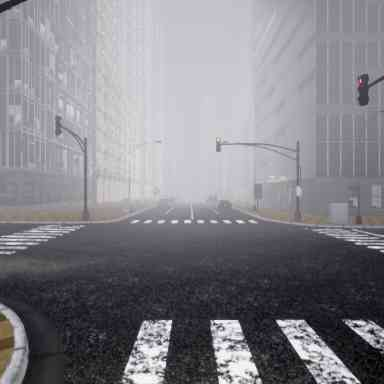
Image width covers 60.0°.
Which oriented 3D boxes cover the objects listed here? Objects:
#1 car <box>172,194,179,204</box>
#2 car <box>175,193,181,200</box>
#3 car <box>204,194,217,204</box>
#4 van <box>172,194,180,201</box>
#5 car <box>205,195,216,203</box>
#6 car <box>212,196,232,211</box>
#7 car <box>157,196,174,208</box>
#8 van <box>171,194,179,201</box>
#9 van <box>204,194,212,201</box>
[{"bbox_3d":[-4.020,1.564,63.909,1.947,1.339,4.313,0,0,0],"label":"car"},{"bbox_3d":[-4.054,1.426,74.964,1.967,1.590,4.097,0,0,0],"label":"car"},{"bbox_3d":[3.860,1.313,63.932,2.192,1.841,5.009,0,0,0],"label":"car"},{"bbox_3d":[-4.088,1.315,86.019,1.690,1.788,3.998,0,0,0],"label":"van"},{"bbox_3d":[3.843,1.432,69.461,1.967,1.590,4.097,0,0,0],"label":"car"},{"bbox_3d":[3.976,1.579,41.824,1.947,1.339,4.313,0,0,0],"label":"car"},{"bbox_3d":[-3.970,1.592,47.326,1.802,1.307,4.206,0,0,0],"label":"car"},{"bbox_3d":[-4.071,1.321,80.492,1.690,1.788,3.998,0,0,0],"label":"van"},{"bbox_3d":[3.809,1.321,80.516,1.690,1.788,3.998,0,0,0],"label":"van"}]
